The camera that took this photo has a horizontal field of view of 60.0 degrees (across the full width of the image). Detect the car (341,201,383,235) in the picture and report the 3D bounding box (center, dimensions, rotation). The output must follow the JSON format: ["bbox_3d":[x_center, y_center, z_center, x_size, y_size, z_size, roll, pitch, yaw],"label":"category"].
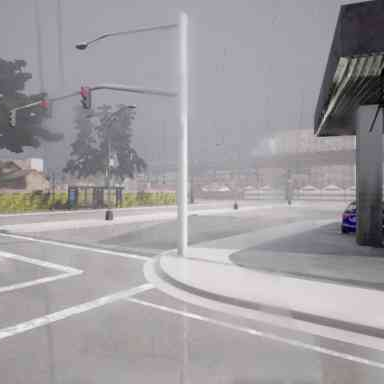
[{"bbox_3d":[9.490,1.295,17.698,2.242,1.667,4.611,0,0,37],"label":"car"}]
